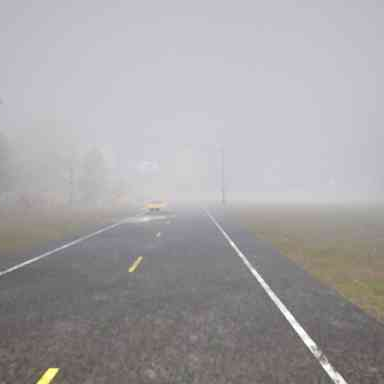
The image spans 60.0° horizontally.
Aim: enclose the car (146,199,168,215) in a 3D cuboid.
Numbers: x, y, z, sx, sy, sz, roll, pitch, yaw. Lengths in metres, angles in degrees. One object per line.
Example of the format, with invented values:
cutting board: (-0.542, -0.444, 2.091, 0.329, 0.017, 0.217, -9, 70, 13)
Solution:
car: (-3.579, 1.480, 34.666, 1.882, 1.535, 5.008, 0, 0, 0)
